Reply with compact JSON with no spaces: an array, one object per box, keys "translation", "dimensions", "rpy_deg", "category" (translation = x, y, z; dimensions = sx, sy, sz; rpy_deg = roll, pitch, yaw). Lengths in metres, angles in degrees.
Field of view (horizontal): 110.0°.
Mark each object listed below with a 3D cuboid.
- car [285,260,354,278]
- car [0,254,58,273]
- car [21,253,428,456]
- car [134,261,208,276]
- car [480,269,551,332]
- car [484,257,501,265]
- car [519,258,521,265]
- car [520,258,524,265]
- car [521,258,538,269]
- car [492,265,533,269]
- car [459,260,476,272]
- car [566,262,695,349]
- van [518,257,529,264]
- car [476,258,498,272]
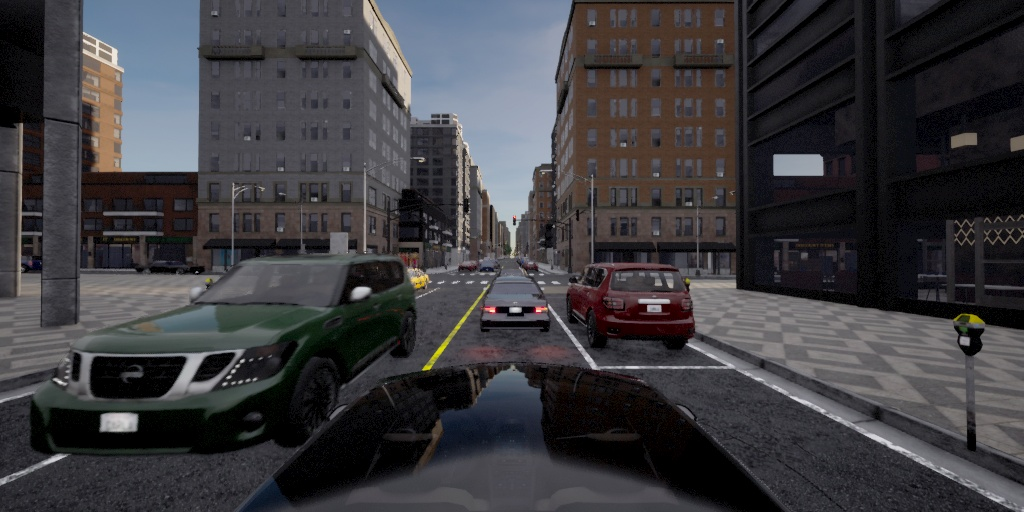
[{"translation":[-16.841,1.092,31.488],"dimensions":[4.902,1.511,2.128],"rpy_deg":[1,-1,0],"category":"car"},{"translation":[-47.615,0.704,34.735],"dimensions":[4.553,1.767,2.097],"rpy_deg":[1,-1,1],"category":"car"},{"translation":[-3.110,0.972,5.611],"dimensions":[2.150,2.045,5.566],"rpy_deg":[0,0,0],"category":"car"},{"translation":[-29.892,1.084,31.533],"dimensions":[4.718,1.301,1.895],"rpy_deg":[1,-1,0],"category":"car"},{"translation":[0.067,1.300,10.833],"dimensions":[2.033,1.411,5.357],"rpy_deg":[0,0,0],"category":"car"},{"translation":[-3.231,1.328,56.651],"dimensions":[1.994,1.385,4.181],"rpy_deg":[0,0,0],"category":"car"},{"translation":[2.514,1.347,58.717],"dimensions":[1.802,1.307,4.207],"rpy_deg":[0,0,0],"category":"car"},{"translation":[2.529,1.345,53.043],"dimensions":[1.802,1.307,4.207],"rpy_deg":[0,0,0],"category":"car"},{"translation":[2.545,1.343,47.370],"dimensions":[1.802,1.307,4.207],"rpy_deg":[0,0,0],"category":"car"},{"translation":[0.019,1.355,20.560],"dimensions":[1.895,1.301,4.718],"rpy_deg":[0,0,0],"category":"car"},{"translation":[-5.981,1.306,47.356],"dimensions":[1.888,1.381,4.507],"rpy_deg":[0,0,0],"category":"car"},{"translation":[2.649,1.066,9.102],"dimensions":[2.192,1.841,5.009],"rpy_deg":[0,0,0],"category":"car"},{"translation":[2.499,1.108,64.390],"dimensions":[1.690,1.789,3.998],"rpy_deg":[0,0,0],"category":"van"},{"translation":[-3.246,1.308,46.796],"dimensions":[2.033,1.411,5.357],"rpy_deg":[0,0,-4],"category":"car"}]
